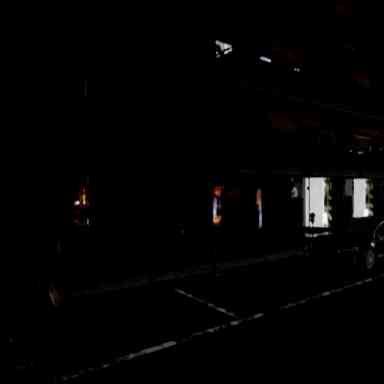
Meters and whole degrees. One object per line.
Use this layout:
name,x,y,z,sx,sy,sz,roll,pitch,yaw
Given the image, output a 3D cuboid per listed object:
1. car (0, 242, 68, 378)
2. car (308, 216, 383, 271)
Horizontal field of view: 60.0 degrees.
car,-3.754,1.448,3.881,4.097,1.590,1.967,-1,0,-36
car,5.437,1.464,10.449,4.403,1.369,2.008,-1,0,-36
